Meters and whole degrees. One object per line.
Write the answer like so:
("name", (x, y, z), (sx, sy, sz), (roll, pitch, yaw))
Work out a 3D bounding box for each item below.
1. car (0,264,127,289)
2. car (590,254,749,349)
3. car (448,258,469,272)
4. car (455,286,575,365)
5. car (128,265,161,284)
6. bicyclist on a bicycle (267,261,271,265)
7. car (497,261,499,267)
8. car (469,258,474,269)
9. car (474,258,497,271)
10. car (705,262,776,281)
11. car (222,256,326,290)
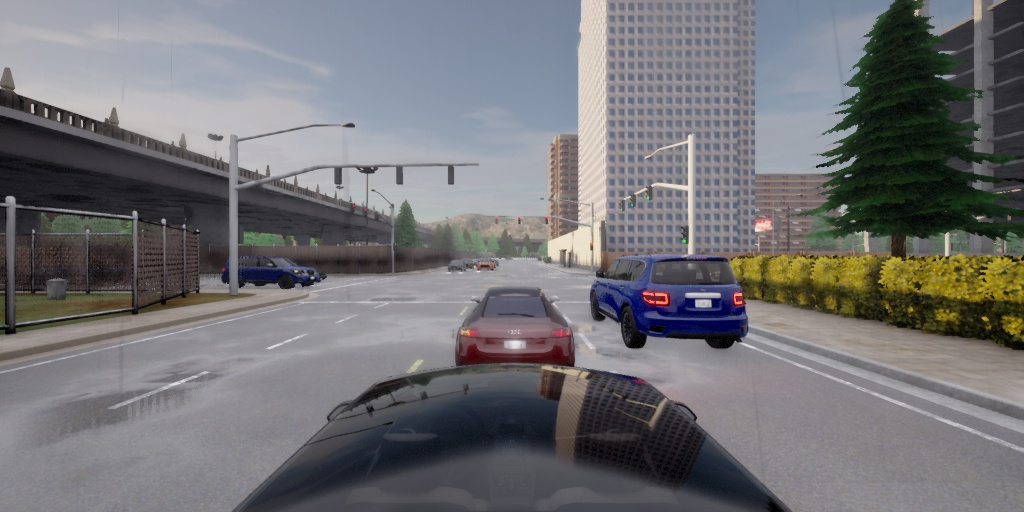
("car", (-28.832, 1.353, 23.143), (5.357, 1.411, 2.033), (0, 0, 0))
("car", (3.567, 0.971, 9.313), (2.150, 2.045, 5.566), (0, 0, 1))
("car", (-7.103, 1.255, 46.673), (1.837, 1.490, 4.892), (0, 0, 0))
("car", (0.062, 1.314, 7.447), (1.994, 1.385, 4.181), (0, 0, 0))
("car", (-29.175, 1.353, 26.642), (5.357, 1.411, 2.033), (0, 0, 0))
("bicyclist on a bicycle", (-25.305, 1.106, 37.634), (0.582, 1.620, 1.656), (0, 0, 0))
("car", (-3.595, 1.242, 58.888), (2.128, 1.511, 4.902), (0, 0, 0))
("car", (-7.101, 1.102, 55.557), (2.097, 1.767, 4.553), (0, 0, 0))
("car", (-3.597, 1.102, 49.816), (2.097, 1.767, 4.553), (0, 0, 0))
("car", (19.301, 1.310, 30.455), (4.892, 1.490, 1.837), (0, 0, 0))
("car", (-15.355, 1.028, 22.875), (5.566, 2.045, 2.150), (0, 0, 5))
